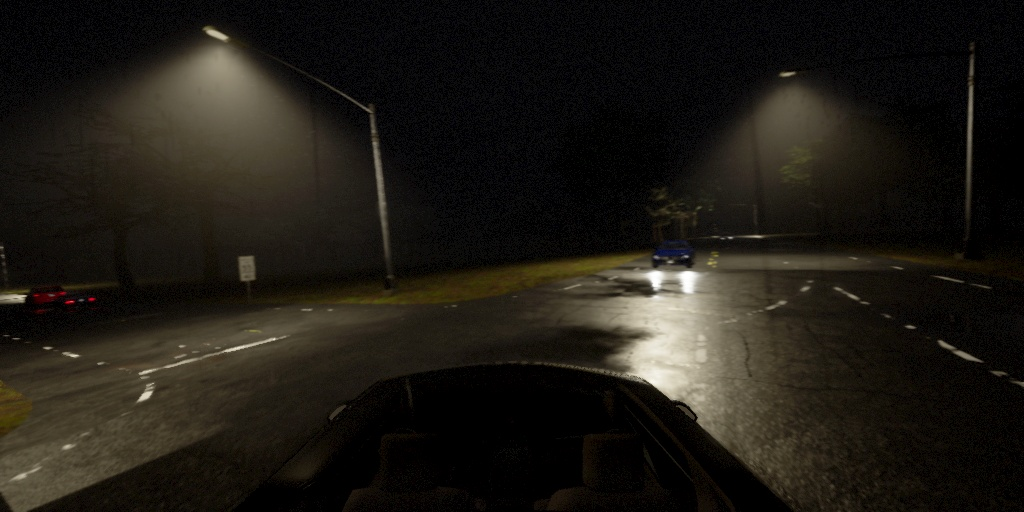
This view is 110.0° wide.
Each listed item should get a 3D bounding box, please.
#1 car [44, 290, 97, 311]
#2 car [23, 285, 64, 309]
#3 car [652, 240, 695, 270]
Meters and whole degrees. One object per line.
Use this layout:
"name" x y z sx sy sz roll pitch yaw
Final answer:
"car" -37.728 3.854 30.860 5.357 1.411 2.033 -4 3 30
"car" -46.791 4.067 35.984 5.566 2.045 2.150 -3 3 30
"car" 8.978 -0.125 19.769 1.812 1.442 4.674 -1 3 30
